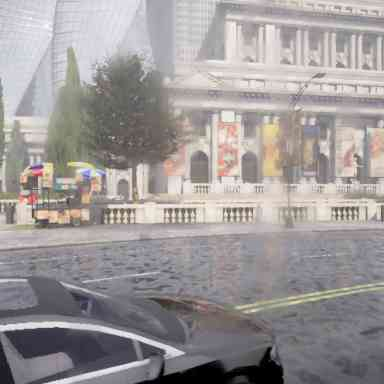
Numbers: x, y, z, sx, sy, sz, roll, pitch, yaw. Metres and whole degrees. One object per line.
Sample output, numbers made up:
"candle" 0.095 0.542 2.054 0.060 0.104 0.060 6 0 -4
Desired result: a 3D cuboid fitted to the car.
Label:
"car" -1.364 1.488 2.613 4.902 1.511 2.128 1 0 -33
